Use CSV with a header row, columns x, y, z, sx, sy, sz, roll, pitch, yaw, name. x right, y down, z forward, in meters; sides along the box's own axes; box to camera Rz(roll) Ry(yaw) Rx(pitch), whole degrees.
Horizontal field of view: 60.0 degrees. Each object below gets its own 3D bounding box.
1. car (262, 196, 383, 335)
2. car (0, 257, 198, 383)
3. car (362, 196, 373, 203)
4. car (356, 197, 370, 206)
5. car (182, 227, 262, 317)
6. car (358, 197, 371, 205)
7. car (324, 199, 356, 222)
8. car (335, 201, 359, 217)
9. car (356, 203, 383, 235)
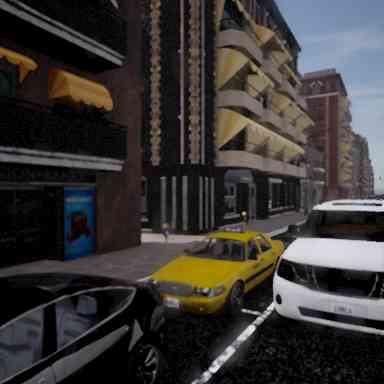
x,y,z,sx,sy,sz,roll,pitch,yaw,name
3.414,1.219,6.882,2.150,2.045,5.566,0,0,30,car
-1.877,1.566,2.899,1.947,1.339,4.313,0,0,30,car
38.439,1.588,72.807,1.802,1.307,4.206,0,0,30,car
29.197,1.548,56.705,2.008,1.369,4.403,0,0,30,car
0.863,1.523,7.644,1.752,1.417,4.829,0,0,30,car
32.023,1.551,61.596,2.008,1.369,4.403,0,0,30,car
12.248,1.433,27.356,1.967,1.590,4.097,0,0,30,car
15.073,1.575,32.247,1.802,1.307,4.206,0,0,30,car
10.987,1.498,19.787,1.837,1.490,4.892,0,0,30,car
